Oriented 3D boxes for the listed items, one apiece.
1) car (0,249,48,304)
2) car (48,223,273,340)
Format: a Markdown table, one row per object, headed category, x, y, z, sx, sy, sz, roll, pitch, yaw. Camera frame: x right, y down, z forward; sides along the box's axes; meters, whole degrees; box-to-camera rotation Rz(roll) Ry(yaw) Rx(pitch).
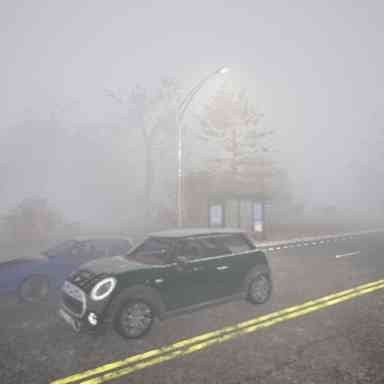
| category | x | y | z | sx | sy | sz | roll | pitch | yaw |
| --- | --- | --- | --- | --- | --- | --- | --- | --- | --- |
| car | -2.850 | 1.956 | 9.445 | 5.357 | 1.411 | 2.033 | 0 | -3 | -36 |
| car | -0.397 | 1.633 | 7.217 | 4.553 | 1.767 | 2.097 | 0 | -3 | -36 |
